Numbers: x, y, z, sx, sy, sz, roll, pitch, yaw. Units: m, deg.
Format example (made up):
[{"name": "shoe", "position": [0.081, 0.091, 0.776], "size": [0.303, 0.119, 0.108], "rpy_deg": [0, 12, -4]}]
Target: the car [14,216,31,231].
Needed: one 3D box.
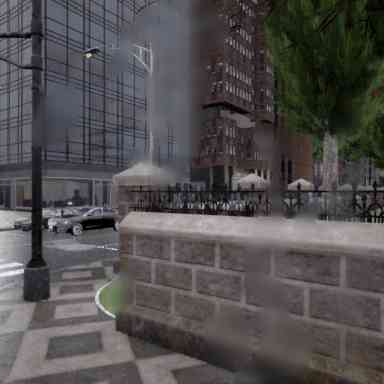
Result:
[{"name": "car", "position": [-8.440, 1.632, 20.220], "size": [2.008, 1.369, 4.403], "rpy_deg": [0, -1, 36]}]

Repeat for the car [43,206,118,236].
[{"name": "car", "position": [-5.881, 1.576, 19.211], "size": [2.128, 1.511, 4.902], "rpy_deg": [0, 0, 36]}]
